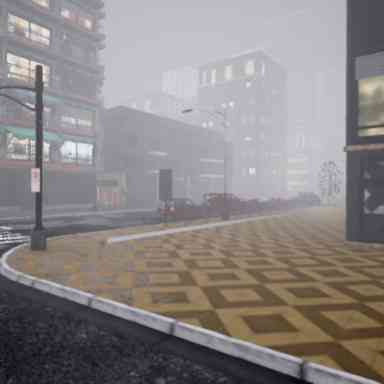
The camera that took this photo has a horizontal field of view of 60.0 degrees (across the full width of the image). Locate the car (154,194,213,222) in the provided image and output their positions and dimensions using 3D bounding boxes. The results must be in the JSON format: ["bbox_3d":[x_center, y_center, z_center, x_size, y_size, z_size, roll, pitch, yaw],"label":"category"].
[{"bbox_3d":[-0.690,1.135,23.071,1.967,1.590,4.097,0,0,37],"label":"car"}]

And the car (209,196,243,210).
[{"bbox_3d":[4.042,1.178,38.523,1.812,1.442,4.674,0,0,37],"label":"car"}]

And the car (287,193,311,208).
[{"bbox_3d":[12.643,1.211,41.037,2.008,1.369,4.403,0,0,37],"label":"car"}]

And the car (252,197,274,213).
[{"bbox_3d":[5.976,1.260,32.054,1.802,1.307,4.206,0,0,37],"label":"car"}]

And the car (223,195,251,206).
[{"bbox_3d":[6.214,1.158,45.596,1.752,1.417,4.829,0,0,37],"label":"car"}]

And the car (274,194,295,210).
[{"bbox_3d":[9.310,1.214,36.546,1.887,1.381,4.507,0,0,37],"label":"car"}]

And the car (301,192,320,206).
[{"bbox_3d":[15.977,0.966,45.527,2.192,1.841,5.009,0,0,37],"label":"car"}]

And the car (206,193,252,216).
[{"bbox_3d":[2.644,1.002,27.562,2.192,1.841,5.009,0,0,37],"label":"car"}]

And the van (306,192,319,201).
[{"bbox_3d":[26.316,0.918,72.679,1.690,1.788,3.998,0,0,37],"label":"van"}]
